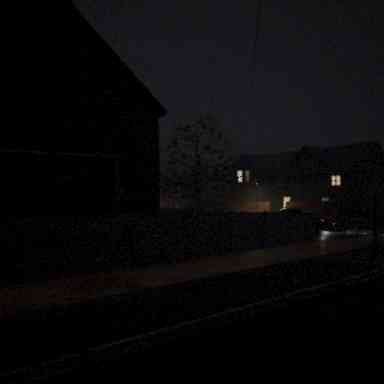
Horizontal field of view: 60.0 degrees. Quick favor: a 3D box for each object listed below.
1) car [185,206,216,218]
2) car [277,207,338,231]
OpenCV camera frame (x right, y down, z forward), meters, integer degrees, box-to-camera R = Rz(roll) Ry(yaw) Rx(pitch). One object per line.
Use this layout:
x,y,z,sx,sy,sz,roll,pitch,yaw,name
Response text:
1.077,2.096,32.283,2.033,1.411,5.357,-1,-1,-36,car
7.671,1.806,23.062,1.812,1.442,4.674,-1,-1,-36,car
